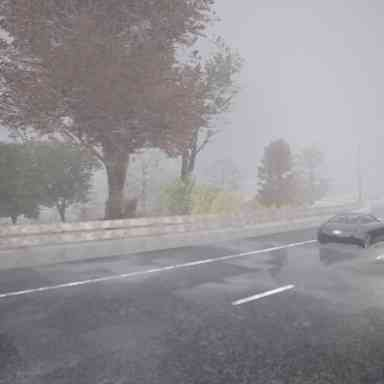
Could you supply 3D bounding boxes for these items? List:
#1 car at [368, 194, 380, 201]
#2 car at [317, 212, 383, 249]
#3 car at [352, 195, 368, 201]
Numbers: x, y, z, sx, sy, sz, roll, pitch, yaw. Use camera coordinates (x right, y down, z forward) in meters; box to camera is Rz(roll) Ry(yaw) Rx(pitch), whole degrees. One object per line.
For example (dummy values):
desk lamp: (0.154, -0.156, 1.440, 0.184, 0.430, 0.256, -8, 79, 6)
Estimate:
car: (43.232, 1.310, 79.962, 2.097, 1.767, 4.553, 0, 0, 4)
car: (7.312, 1.593, 14.854, 4.181, 1.385, 1.994, 0, 0, -44)
car: (39.757, 1.489, 80.388, 2.128, 1.511, 4.902, 0, 0, 4)
